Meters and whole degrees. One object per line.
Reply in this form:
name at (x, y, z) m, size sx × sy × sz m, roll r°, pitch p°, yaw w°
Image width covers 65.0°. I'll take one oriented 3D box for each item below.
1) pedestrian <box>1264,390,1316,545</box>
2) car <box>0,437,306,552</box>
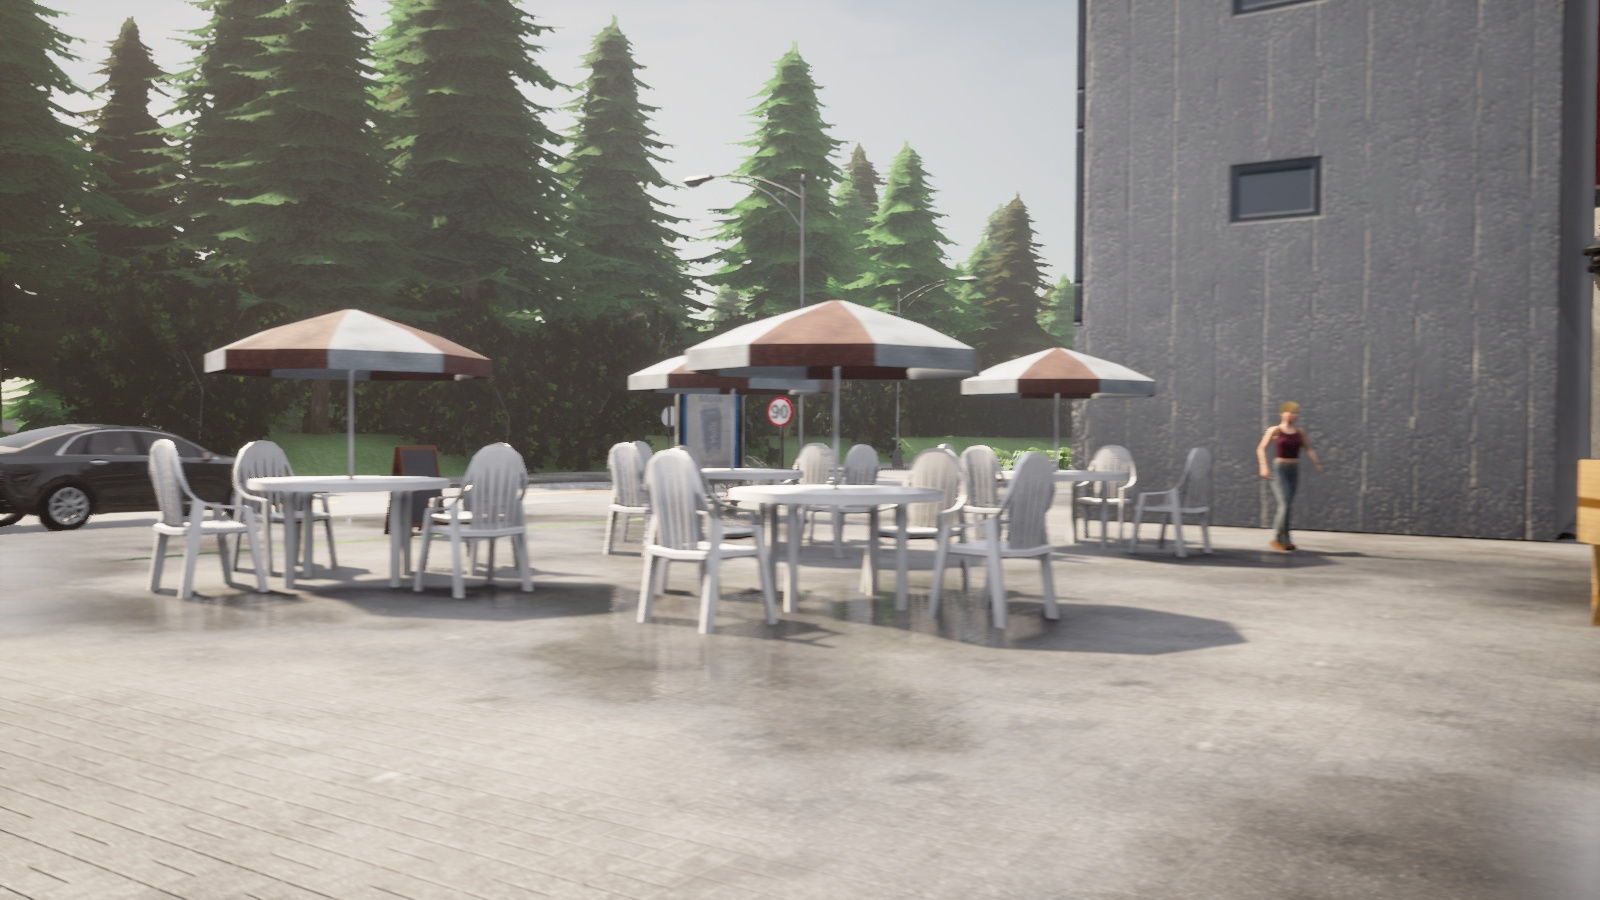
pedestrian at (5.920, 0.201, 15.173) m, size 0.345 × 1.836 × 0.594 m, roll -1°, pitch 1°, yaw -6°
car at (-10.206, 0.567, 19.139) m, size 1.837 × 1.490 × 4.892 m, roll 0°, pitch 1°, yaw 30°
